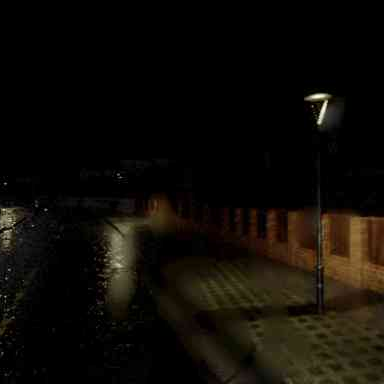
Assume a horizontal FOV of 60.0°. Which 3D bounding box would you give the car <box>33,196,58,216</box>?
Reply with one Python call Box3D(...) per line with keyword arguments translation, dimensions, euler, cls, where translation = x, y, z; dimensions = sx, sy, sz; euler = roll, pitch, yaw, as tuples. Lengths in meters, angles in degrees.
Box3D(translation=(-16.263, 1.488, 36.900), dimensions=(2.150, 2.045, 5.566), euler=(0, 0, -25), cls="car")
